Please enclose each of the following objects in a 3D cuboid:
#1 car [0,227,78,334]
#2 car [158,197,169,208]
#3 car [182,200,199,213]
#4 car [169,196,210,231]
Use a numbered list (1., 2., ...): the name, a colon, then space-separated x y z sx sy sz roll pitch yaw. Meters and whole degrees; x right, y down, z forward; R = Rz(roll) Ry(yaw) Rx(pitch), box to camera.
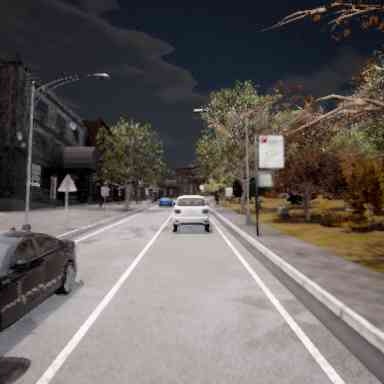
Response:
1. car: -3.634 1.478 5.929 1.882 1.535 5.008 0 -1 0
2. car: -3.948 1.564 49.940 1.882 1.535 5.008 0 0 0
3. car: -0.196 1.666 39.623 1.895 1.301 4.718 0 0 0
4. car: -0.053 1.257 21.200 2.150 2.045 5.566 0 0 0
